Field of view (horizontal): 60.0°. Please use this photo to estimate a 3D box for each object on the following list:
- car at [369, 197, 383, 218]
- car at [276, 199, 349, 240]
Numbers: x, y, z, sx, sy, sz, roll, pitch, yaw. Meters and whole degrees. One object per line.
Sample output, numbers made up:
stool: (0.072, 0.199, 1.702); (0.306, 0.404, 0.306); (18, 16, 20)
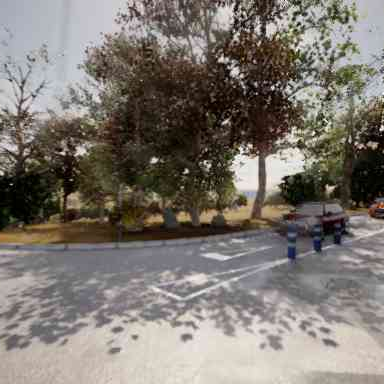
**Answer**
car: (16.034, 1.157, 26.909); (2.097, 1.767, 4.553); (0, 1, 44)
car: (6.104, 1.282, 16.691); (2.097, 1.767, 4.553); (0, 0, 45)
